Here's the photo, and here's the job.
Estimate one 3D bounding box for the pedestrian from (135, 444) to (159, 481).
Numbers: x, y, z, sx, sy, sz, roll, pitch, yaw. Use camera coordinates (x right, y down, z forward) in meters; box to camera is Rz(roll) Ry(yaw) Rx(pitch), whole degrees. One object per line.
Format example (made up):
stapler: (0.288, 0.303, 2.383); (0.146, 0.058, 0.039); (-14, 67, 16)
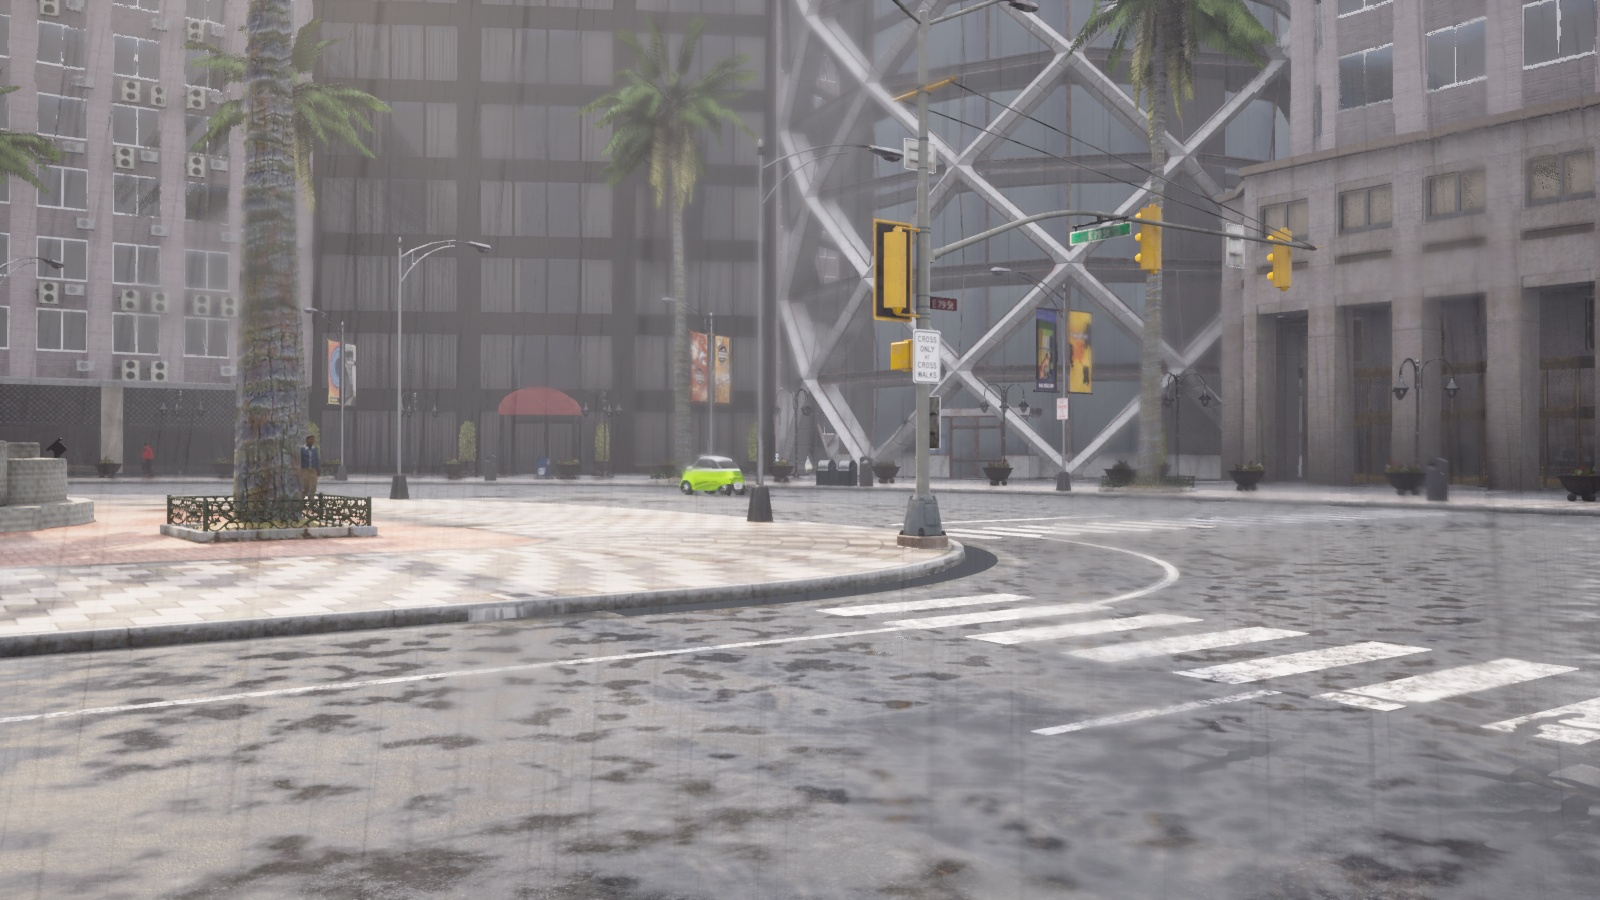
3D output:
pedestrian: (-32.319, 0.622, 62.148); (0.899, 1.844, 0.634); (0, 0, -11)

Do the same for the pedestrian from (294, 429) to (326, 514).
pedestrian: (-11.484, 0.498, 29.437); (0.423, 1.949, 0.788); (0, 0, -43)

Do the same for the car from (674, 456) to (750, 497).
car: (-3.101, 0.914, 44.226); (2.207, 1.376, 1.481); (0, 0, 35)
